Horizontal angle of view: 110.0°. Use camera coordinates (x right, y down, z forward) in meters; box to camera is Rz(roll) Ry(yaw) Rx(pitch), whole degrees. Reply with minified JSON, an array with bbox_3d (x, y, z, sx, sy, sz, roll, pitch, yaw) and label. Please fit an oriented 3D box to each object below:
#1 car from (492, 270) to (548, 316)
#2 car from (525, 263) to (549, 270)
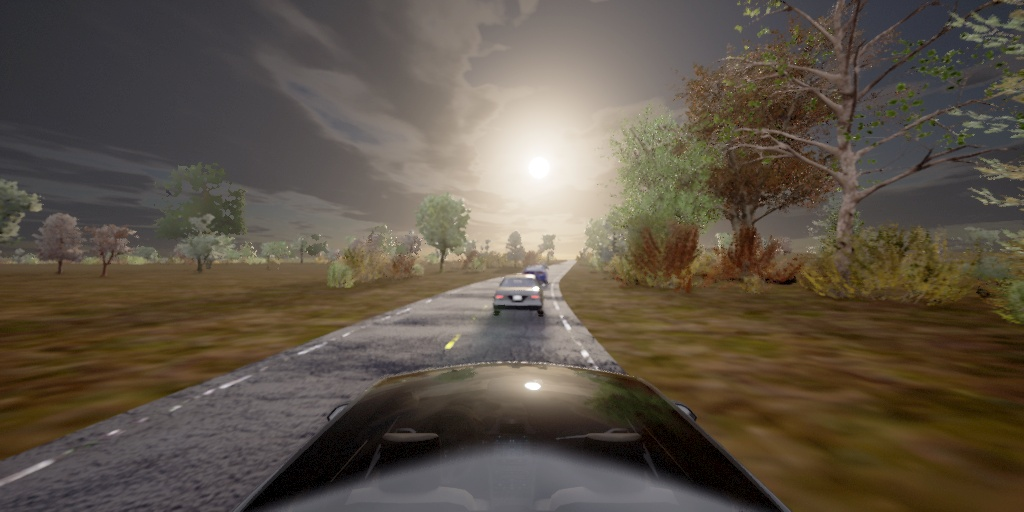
[{"bbox_3d":[0.342,1.435,14.218,2.033,1.411,5.357,0,-1,4],"label":"car"},{"bbox_3d":[2.059,1.535,30.739,1.882,1.535,5.008,0,0,9],"label":"car"}]
